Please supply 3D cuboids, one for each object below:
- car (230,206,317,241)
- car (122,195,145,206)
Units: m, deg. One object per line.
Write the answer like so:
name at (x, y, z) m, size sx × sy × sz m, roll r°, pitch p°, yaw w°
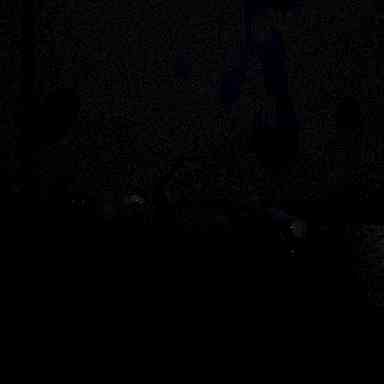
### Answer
car at (4.112, 1.533, 17.524) m, size 1.882 × 1.535 × 5.008 m, roll 0°, pitch 1°, yaw -35°
car at (-8.303, 1.207, 47.372) m, size 1.812 × 1.442 × 4.674 m, roll 0°, pitch 1°, yaw -35°
